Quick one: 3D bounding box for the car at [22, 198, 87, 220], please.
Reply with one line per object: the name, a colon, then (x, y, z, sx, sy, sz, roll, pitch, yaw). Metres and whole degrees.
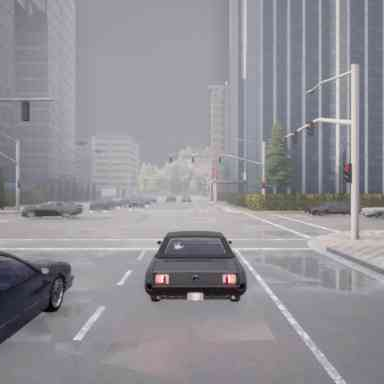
car: (-11.643, 1.491, 27.873, 4.902, 1.511, 2.128, 0, 0, -1)

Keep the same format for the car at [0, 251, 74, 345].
car: (-3.436, 1.547, 4.634, 2.033, 1.411, 5.357, 0, 0, 0)

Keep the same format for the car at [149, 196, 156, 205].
car: (-8.033, 1.547, 57.370, 2.033, 1.411, 5.357, 0, 0, -1)

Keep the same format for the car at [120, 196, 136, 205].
car: (-11.589, 1.547, 60.763, 2.033, 1.411, 5.357, 0, 0, -1)

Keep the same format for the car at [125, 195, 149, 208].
car: (-7.894, 1.564, 48.064, 1.994, 1.385, 4.181, 0, 0, -1)

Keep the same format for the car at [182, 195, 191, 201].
car: (-1.392, 1.540, 84.850, 2.033, 1.411, 5.357, 0, 0, -1)

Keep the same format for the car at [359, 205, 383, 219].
car: (16.936, 1.601, 28.133, 4.718, 1.301, 1.895, 0, 0, -1)

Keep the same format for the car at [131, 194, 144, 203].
car: (-11.678, 1.354, 71.020, 2.097, 1.767, 4.553, 0, 0, -1)

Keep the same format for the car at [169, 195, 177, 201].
car: (-4.891, 1.524, 84.781, 1.812, 1.442, 4.674, 0, 0, -1)

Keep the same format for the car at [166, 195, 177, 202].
car: (-4.724, 1.500, 74.614, 1.837, 1.490, 4.892, 0, 0, -1)

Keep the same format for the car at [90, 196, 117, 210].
car: (-11.308, 1.352, 42.144, 2.097, 1.767, 4.553, 0, 0, -1)

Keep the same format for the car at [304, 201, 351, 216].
car: (13.581, 1.547, 31.639, 5.357, 1.411, 2.033, 0, 0, -3)

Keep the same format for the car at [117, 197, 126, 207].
car: (-11.453, 1.526, 51.042, 1.812, 1.442, 4.674, 0, 0, -1)

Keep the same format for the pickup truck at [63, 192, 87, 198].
pickup truck: (-24.773, 1.059, 69.285, 2.390, 2.098, 6.274, 0, 0, 30)

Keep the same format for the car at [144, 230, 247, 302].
car: (0.066, 1.601, 8.230, 1.895, 1.301, 4.718, 0, 0, 0)

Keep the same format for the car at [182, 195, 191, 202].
car: (-1.188, 1.555, 73.067, 1.994, 1.385, 4.181, 0, 0, -1)
